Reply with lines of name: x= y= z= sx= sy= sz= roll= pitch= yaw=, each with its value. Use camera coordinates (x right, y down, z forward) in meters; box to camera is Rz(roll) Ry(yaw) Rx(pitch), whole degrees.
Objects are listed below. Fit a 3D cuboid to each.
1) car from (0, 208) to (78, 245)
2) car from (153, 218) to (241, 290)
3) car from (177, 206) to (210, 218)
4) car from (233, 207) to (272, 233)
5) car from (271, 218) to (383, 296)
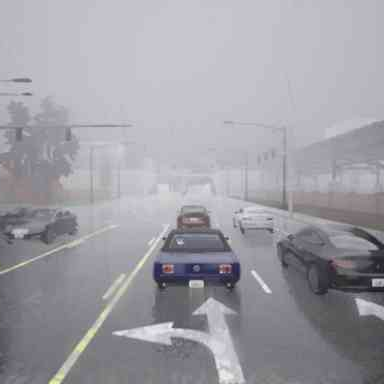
car: x=-7.042 y=1.552 z=16.033 sx=2.128 sy=1.511 sz=4.902 roll=0 pitch=0 yaw=1
car: x=0.103 y=1.647 z=9.214 sx=1.895 sy=1.301 sz=4.718 roll=0 pitch=0 yaw=0
car: x=0.100 y=1.571 z=20.777 sx=2.163 sy=1.488 sz=4.792 roll=0 pitch=0 yaw=0
car: x=3.607 y=1.594 z=19.974 sx=1.812 sy=1.442 sz=4.674 roll=0 pitch=0 yaw=0
car: x=3.610 y=1.571 z=8.685 sx=1.812 sy=1.442 sz=4.674 roll=0 pitch=0 yaw=0
